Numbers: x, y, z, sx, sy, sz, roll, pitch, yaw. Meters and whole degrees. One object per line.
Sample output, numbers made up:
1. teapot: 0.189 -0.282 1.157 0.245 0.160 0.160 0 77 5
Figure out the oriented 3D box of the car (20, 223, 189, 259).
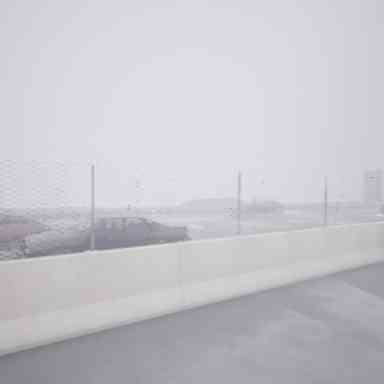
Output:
1. car: -2.580 1.443 10.670 5.357 1.411 2.033 0 1 -34
